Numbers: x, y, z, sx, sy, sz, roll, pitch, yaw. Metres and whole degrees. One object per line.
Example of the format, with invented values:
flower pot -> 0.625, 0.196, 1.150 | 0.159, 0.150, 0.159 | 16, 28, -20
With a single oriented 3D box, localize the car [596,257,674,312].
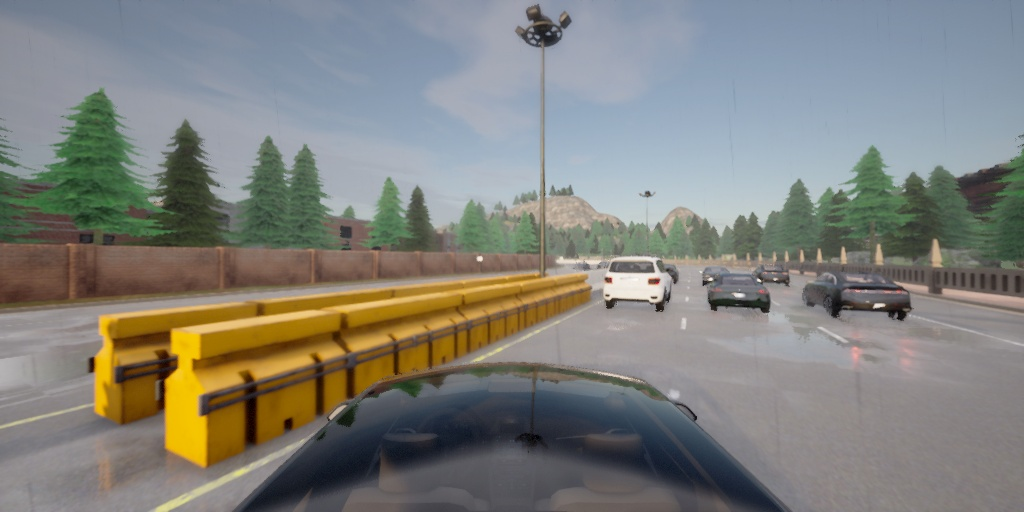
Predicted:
car -> 5.402, 1.049, 15.116 | 2.150, 2.045, 5.566 | 0, 0, 27

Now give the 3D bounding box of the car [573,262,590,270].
car -> 11.457, 1.611, 58.914 | 2.033, 1.411, 5.357 | 0, 0, 25

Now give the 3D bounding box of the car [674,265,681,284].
car -> 12.683, 1.416, 29.573 | 1.837, 1.490, 4.892 | 0, 0, 27

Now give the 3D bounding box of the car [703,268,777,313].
car -> 9.126, 1.392, 14.694 | 1.994, 1.385, 4.181 | 0, 0, 27

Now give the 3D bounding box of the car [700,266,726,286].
car -> 14.806, 1.441, 26.056 | 2.033, 1.411, 5.357 | 0, 0, 27

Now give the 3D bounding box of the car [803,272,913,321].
car -> 12.183, 1.314, 12.989 | 2.128, 1.511, 4.902 | 0, 0, 27

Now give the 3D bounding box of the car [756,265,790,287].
car -> 18.919, 1.392, 26.394 | 2.128, 1.511, 4.902 | 0, 0, 27
